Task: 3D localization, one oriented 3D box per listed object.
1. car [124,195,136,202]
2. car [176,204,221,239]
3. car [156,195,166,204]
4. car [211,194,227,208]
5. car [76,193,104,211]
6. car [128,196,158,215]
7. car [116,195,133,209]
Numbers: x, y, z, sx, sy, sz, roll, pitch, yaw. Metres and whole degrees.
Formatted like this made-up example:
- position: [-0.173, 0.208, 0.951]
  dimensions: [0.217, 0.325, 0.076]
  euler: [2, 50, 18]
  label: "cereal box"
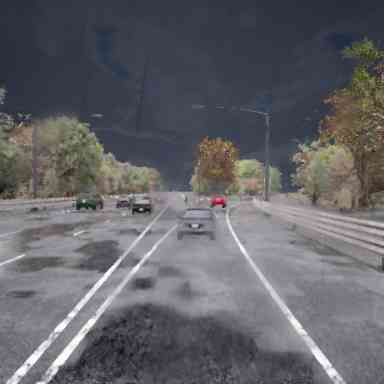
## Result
- position: [-13.271, 1.444, 71.739]
  dimensions: [1.812, 1.442, 4.674]
  euler: [0, 0, -2]
  label: "car"
- position: [0.346, 1.549, 17.234]
  dimensions: [2.033, 1.411, 5.357]
  euler: [0, 0, 5]
  label: "car"
- position: [-5.744, 1.316, 59.878]
  dimensions: [2.097, 1.767, 4.553]
  euler: [0, 0, -2]
  label: "car"
- position: [4.213, 1.346, 51.355]
  dimensions: [2.150, 2.045, 5.566]
  euler: [0, 0, 10]
  label: "car"
- position: [-12.022, 1.149, 39.372]
  dimensions: [2.150, 2.045, 5.566]
  euler: [0, 0, -2]
  label: "car"
- position: [-4.803, 1.448, 33.365]
  dimensions: [1.882, 1.535, 5.008]
  euler: [0, 0, -2]
  label: "car"
- position: [-8.666, 1.452, 43.576]
  dimensions: [1.837, 1.490, 4.892]
  euler: [0, 0, -2]
  label: "car"
